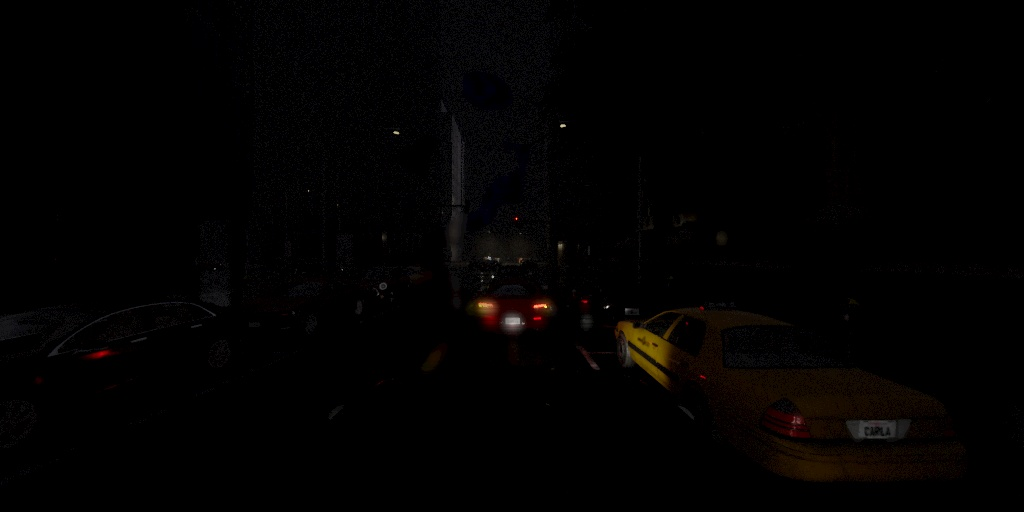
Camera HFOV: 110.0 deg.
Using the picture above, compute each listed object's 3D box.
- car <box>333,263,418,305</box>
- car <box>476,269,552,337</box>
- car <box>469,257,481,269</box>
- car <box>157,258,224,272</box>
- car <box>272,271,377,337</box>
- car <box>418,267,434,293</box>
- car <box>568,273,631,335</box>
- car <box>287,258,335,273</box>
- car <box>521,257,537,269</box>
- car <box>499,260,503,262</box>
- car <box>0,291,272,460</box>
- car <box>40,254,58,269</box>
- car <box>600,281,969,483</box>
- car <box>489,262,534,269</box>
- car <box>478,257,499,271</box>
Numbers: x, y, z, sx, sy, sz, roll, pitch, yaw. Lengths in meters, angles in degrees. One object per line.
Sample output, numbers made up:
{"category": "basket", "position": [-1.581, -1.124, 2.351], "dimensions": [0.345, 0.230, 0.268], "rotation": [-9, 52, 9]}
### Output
{"category": "car", "position": [-5.776, 1.190, 15.747], "dimensions": [1.967, 1.591, 4.097], "rotation": [0, 0, 0]}
{"category": "car", "position": [0.061, 1.276, 10.135], "dimensions": [1.812, 1.442, 4.674], "rotation": [0, 0, 0]}
{"category": "car", "position": [-5.823, 1.078, 58.612], "dimensions": [2.192, 1.841, 5.009], "rotation": [0, 0, 0]}
{"category": "car", "position": [-29.132, 0.813, 32.618], "dimensions": [4.718, 1.301, 1.895], "rotation": [1, 0, 0]}
{"category": "car", "position": [-5.771, 1.295, 10.290], "dimensions": [1.888, 1.381, 4.507], "rotation": [0, 0, 0]}
{"category": "car", "position": [-5.782, 1.277, 21.034], "dimensions": [1.751, 1.417, 4.829], "rotation": [0, 0, 0]}
{"category": "car", "position": [2.755, 1.316, 10.302], "dimensions": [1.948, 1.339, 4.313], "rotation": [0, 0, 0]}
{"category": "car", "position": [-17.911, 0.921, 32.649], "dimensions": [4.902, 1.511, 2.128], "rotation": [1, 0, 0]}
{"category": "car", "position": [2.708, 1.201, 53.183], "dimensions": [1.967, 1.591, 4.097], "rotation": [0, 0, 0]}
{"category": "car", "position": [-3.133, 1.330, 63.731], "dimensions": [1.994, 1.385, 4.181], "rotation": [0, 0, 0]}
{"category": "car", "position": [-5.764, 1.300, 4.833], "dimensions": [2.007, 1.370, 4.403], "rotation": [0, 0, 0]}
{"category": "car", "position": [-44.250, 0.452, 32.599], "dimensions": [4.674, 1.442, 1.812], "rotation": [1, 0, 0]}
{"category": "car", "position": [2.760, 1.275, 5.015], "dimensions": [1.751, 1.417, 4.829], "rotation": [0, 0, 0]}
{"category": "car", "position": [0.001, 1.256, 19.002], "dimensions": [1.837, 1.490, 4.892], "rotation": [0, 0, 0]}
{"category": "car", "position": [-3.148, 1.285, 48.020], "dimensions": [1.812, 1.442, 4.674], "rotation": [0, 0, 0]}
